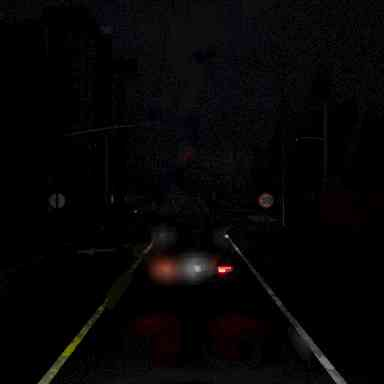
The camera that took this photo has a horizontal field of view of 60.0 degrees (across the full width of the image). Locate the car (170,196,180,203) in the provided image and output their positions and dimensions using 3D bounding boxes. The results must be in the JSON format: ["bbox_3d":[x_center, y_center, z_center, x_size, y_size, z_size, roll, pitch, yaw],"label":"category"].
[{"bbox_3d":[-3.396,1.505,67.725,1.837,1.490,4.892,0,0,0],"label":"car"}]

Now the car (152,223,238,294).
[{"bbox_3d":[0.074,1.547,8.941,2.033,1.411,5.357,0,0,0],"label":"car"}]

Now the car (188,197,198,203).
[{"bbox_3d":[0.219,1.600,69.713,1.895,1.301,4.718,0,0,0],"label":"car"}]

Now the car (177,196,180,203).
[{"bbox_3d":[-3.485,1.506,56.662,1.837,1.490,4.892,0,0,0],"label":"car"}]

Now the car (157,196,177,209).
[{"bbox_3d":[-3.517,1.547,44.959,2.033,1.411,5.357,0,0,0],"label":"car"}]
